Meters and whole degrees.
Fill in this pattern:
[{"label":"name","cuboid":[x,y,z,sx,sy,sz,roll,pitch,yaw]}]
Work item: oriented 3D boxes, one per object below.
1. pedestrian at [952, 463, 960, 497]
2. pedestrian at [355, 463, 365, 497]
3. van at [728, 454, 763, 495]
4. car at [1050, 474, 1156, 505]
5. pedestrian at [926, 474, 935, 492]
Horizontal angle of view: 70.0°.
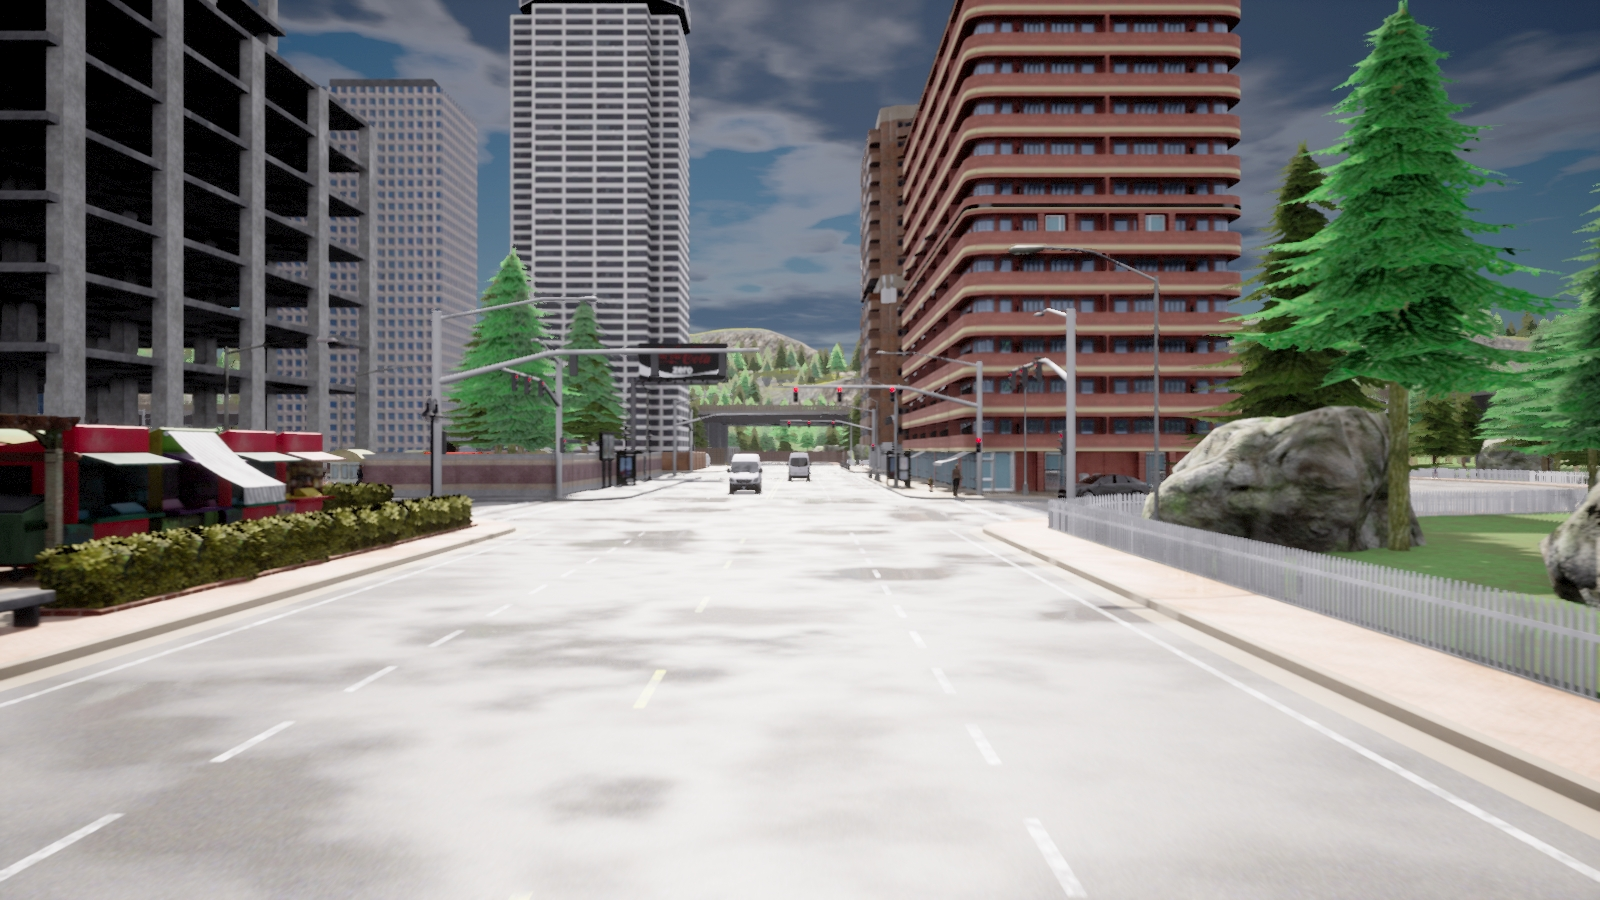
[{"label":"pedestrian","cuboid":[8.575,1.642,62.701,0.375,1.860,0.375,0,0,-1]},{"label":"pedestrian","cuboid":[-24.019,1.643,62.362,0.375,1.860,0.375,0,0,-2]},{"label":"van","cuboid":[-3.551,1.536,74.910,1.988,2.561,5.915,0,0,0]},{"label":"car","cuboid":[15.630,2.007,59.000,4.892,1.480,2.231,0,0,-19]},{"label":"pedestrian","cuboid":[8.241,2.078,71.963,0.500,1.100,0.500,0,0,-2]}]
